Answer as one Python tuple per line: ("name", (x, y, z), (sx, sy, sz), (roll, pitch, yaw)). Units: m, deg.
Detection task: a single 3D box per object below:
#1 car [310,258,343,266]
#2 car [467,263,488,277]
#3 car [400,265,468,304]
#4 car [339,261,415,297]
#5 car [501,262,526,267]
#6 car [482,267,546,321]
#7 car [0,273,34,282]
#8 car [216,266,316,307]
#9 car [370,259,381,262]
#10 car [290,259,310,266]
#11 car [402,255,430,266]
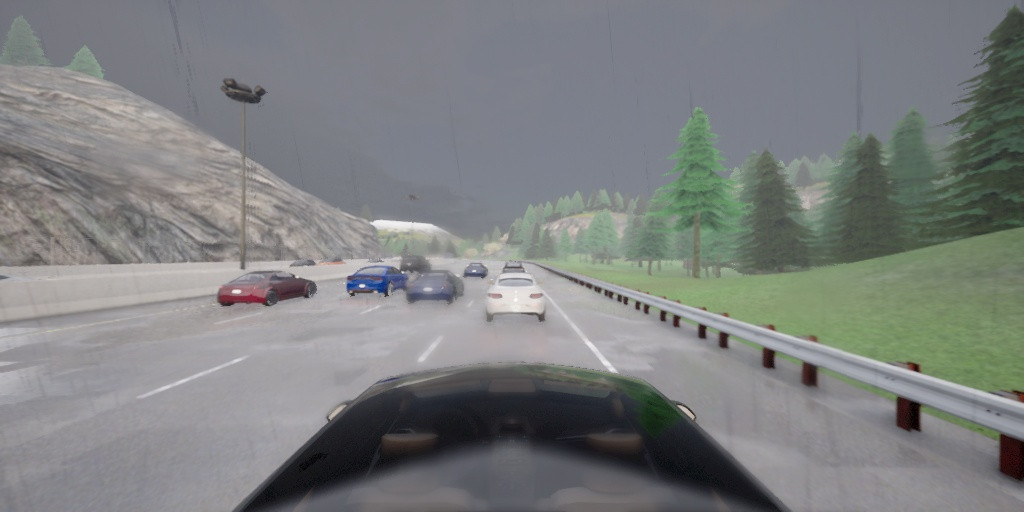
("car", (-24.506, 1.091, 48.154), (2.097, 1.767, 4.553), (0, 0, 0))
("car", (-3.354, 1.309, 33.847), (1.994, 1.385, 4.181), (0, 0, 0))
("car", (-3.378, 1.311, 16.423), (1.994, 1.385, 4.181), (0, 0, 0))
("car", (-6.876, 1.224, 18.922), (1.882, 1.535, 5.008), (0, 0, 0))
("car", (0.134, 1.238, 30.031), (2.128, 1.511, 4.902), (0, 0, 0))
("car", (0.115, 1.274, 12.332), (1.812, 1.442, 4.674), (0, 0, 0))
("car", (-21.074, 1.269, 13.341), (1.812, 1.442, 4.674), (0, 0, 0))
("car", (-10.382, 1.309, 15.534), (1.994, 1.385, 4.181), (0, 0, 0))
("car", (-20.983, 1.242, 54.314), (1.837, 1.490, 4.892), (0, 0, 1))
("car", (-31.465, 1.239, 54.264), (1.837, 1.490, 4.892), (0, 0, 1))
("car", (-10.347, 0.964, 38.750), (2.150, 2.045, 5.566), (0, 0, 0))
